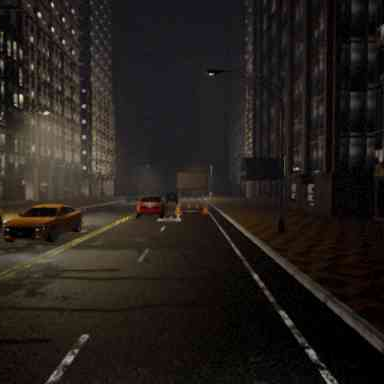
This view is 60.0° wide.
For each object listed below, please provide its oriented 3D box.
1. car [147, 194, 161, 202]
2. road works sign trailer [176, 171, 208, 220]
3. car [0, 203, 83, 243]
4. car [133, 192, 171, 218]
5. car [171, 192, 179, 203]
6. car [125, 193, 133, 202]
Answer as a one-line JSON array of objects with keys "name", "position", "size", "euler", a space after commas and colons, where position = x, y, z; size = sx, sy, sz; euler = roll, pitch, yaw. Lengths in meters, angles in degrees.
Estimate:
[{"name": "car", "position": [-6.533, 0.992, 58.169], "size": [1.895, 1.301, 4.718], "euler": [0, 1, 1]}, {"name": "road works sign trailer", "position": [0.005, 0.202, 24.990], "size": [2.380, 3.560, 2.880], "euler": [0, 1, 1]}, {"name": "car", "position": [-6.599, 1.316, 15.285], "size": [1.882, 1.535, 5.008], "euler": [0, 1, 0]}, {"name": "car", "position": [-3.150, 1.070, 26.956], "size": [2.097, 1.767, 4.553], "euler": [0, 1, 0]}, {"name": "car", "position": [-3.152, 0.807, 52.256], "size": [2.097, 1.767, 4.553], "euler": [0, 1, 0]}, {"name": "car", "position": [-9.806, 0.948, 55.252], "size": [1.812, 1.442, 4.674], "euler": [0, 1, 0]}]
